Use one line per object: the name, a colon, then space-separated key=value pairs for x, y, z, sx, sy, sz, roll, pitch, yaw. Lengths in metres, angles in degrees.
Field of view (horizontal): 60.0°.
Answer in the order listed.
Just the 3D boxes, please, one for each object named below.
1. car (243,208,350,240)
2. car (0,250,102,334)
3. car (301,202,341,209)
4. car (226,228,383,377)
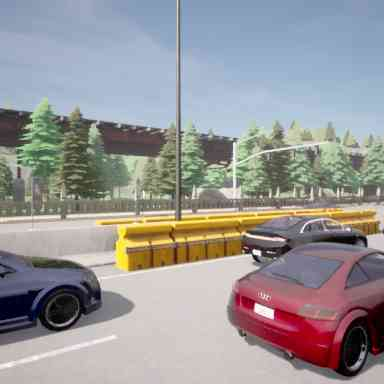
car: x=3.796 y=1.491 z=10.762 sx=4.902 sy=1.511 sz=2.128 roll=0 pitch=0 yaw=-36
car: x=-3.664 y=1.564 z=5.429 sx=4.181 sy=1.385 sz=1.994 roll=0 pitch=0 yaw=-36
car: x=11.364 y=1.564 z=29.327 sx=4.181 sy=1.385 sz=1.994 roll=0 pitch=0 yaw=-36
car: x=2.603 y=1.564 z=5.616 sx=4.181 sy=1.385 sz=1.994 roll=0 pitch=0 yaw=-35
